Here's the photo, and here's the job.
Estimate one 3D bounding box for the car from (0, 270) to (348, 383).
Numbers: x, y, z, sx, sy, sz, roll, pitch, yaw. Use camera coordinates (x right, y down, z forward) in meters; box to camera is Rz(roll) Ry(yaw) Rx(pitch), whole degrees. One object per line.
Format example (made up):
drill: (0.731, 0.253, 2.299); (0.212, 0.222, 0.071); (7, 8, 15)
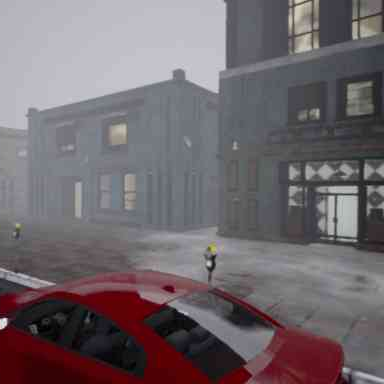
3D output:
car: (-0.819, 1.530, 3.458); (4.507, 1.381, 1.887); (0, 0, 36)
